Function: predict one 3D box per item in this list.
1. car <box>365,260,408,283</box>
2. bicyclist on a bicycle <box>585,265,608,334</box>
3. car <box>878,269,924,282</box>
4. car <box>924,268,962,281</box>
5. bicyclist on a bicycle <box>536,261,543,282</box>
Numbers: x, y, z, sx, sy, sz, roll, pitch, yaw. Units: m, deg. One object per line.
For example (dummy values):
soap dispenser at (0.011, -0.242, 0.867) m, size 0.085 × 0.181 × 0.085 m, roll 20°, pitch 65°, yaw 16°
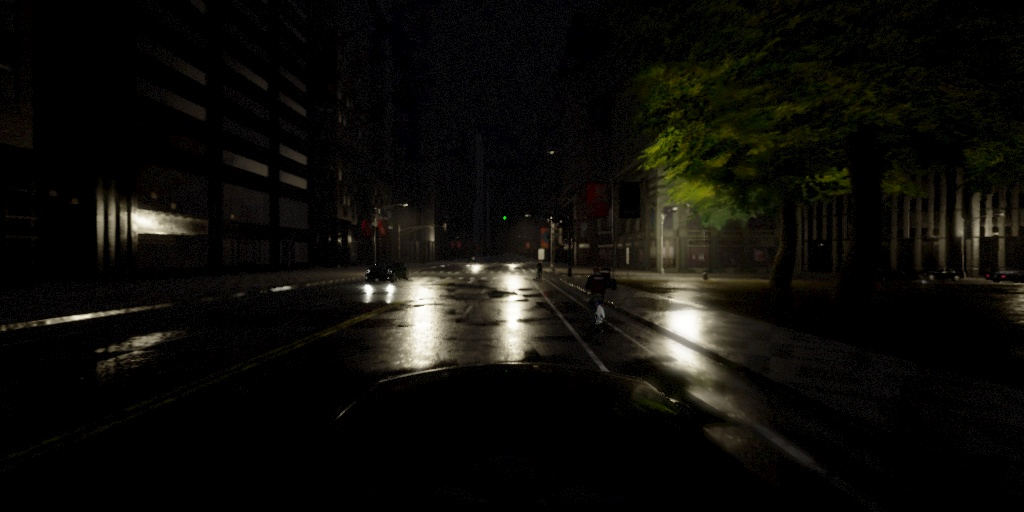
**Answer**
car at (-9.764, 1.135, 28.199) m, size 2.097 × 1.767 × 4.553 m, roll 0°, pitch 0°, yaw 0°
bicyclist on a bicycle at (2.252, 1.127, 9.713) m, size 0.659 × 1.776 × 1.843 m, roll 0°, pitch 0°, yaw 0°
car at (39.719, 2.048, 38.066) m, size 5.357 × 1.411 × 2.033 m, roll 1°, pitch 0°, yaw -1°
car at (48.745, 2.109, 41.300) m, size 4.892 × 1.490 × 1.837 m, roll 1°, pitch 0°, yaw -1°
bicyclist on a bicycle at (2.260, 1.238, 28.970) m, size 0.582 × 1.620 × 1.656 m, roll 0°, pitch 0°, yaw 0°
